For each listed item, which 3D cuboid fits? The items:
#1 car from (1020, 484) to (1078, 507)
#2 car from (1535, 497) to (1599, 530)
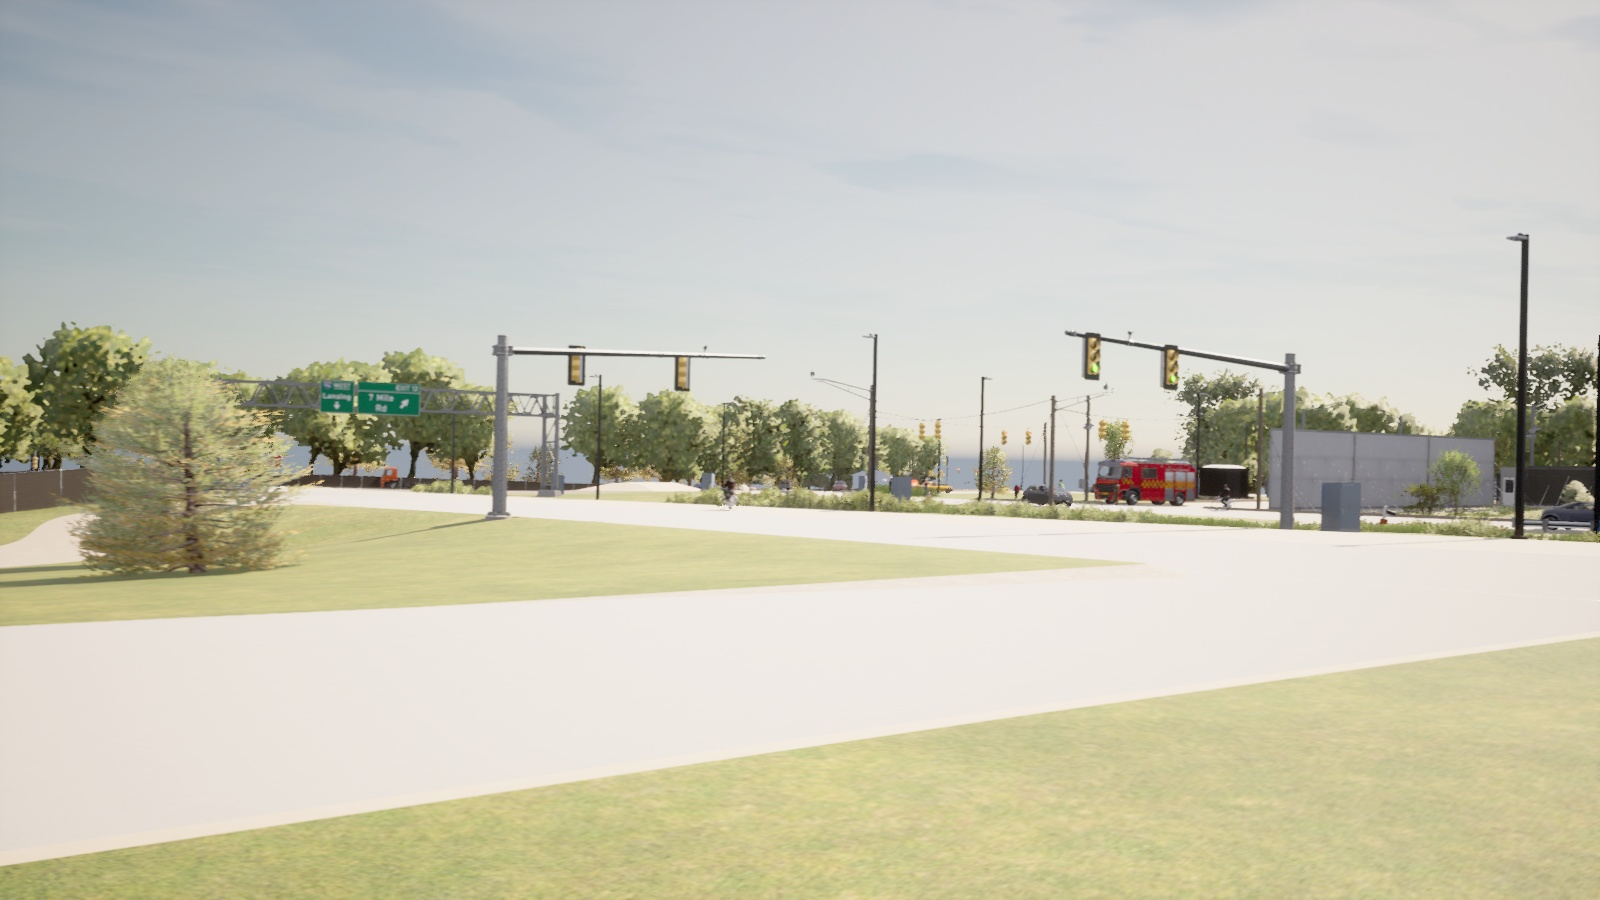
[{"bbox_3d":[17.081,3.105,86.138,1.845,1.501,3.633,1,-1,-34],"label":"car"},{"bbox_3d":[36.384,2.907,57.585,1.994,1.385,4.181,1,-1,-35],"label":"car"}]
